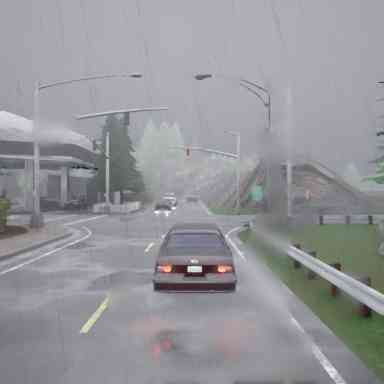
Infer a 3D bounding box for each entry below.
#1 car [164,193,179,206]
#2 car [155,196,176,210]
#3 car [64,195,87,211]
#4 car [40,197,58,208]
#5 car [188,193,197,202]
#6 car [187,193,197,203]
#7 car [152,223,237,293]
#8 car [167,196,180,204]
[{"bbox_3d":[-3.553,1.221,52.623,2.150,2.045,5.566,0,0,0],"label":"car"},{"bbox_3d":[-3.567,1.547,42.267,2.033,1.411,5.357,0,0,0],"label":"car"},{"bbox_3d":[-14.500,1.313,41.591,1.905,1.878,3.866,0,0,-1],"label":"car"},{"bbox_3d":[-20.204,1.480,45.872,2.242,1.667,4.611,0,0,-1],"label":"car"},{"bbox_3d":[0.046,1.225,81.130,2.150,2.045,5.566,0,0,-2],"label":"car"},{"bbox_3d":[0.126,1.478,70.920,1.882,1.535,5.008,0,0,0],"label":"car"},{"bbox_3d":[0.075,1.547,8.975,2.033,1.411,5.357,0,0,1],"label":"car"},{"bbox_3d":[-3.509,1.548,63.352,2.033,1.411,5.357,0,0,0],"label":"car"}]
